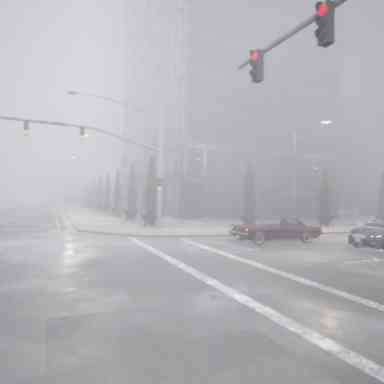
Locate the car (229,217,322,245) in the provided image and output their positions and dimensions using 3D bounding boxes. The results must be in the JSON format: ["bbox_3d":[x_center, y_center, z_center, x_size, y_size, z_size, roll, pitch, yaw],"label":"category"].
[{"bbox_3d":[4.319,1.967,17.339,4.718,1.301,1.895,2,-1,-22],"label":"car"}]

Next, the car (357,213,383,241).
[{"bbox_3d":[12.928,2.151,20.909,4.892,1.490,1.837,2,-1,-22],"label":"car"}]

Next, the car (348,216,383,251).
[{"bbox_3d":[9.656,1.971,15.756,4.902,1.511,2.128,2,-1,-23],"label":"car"}]
